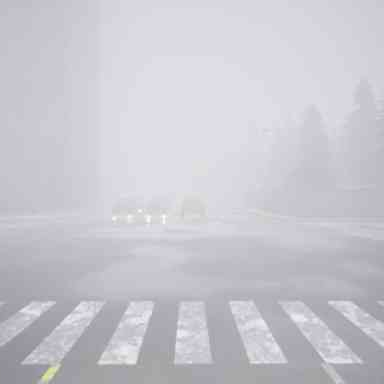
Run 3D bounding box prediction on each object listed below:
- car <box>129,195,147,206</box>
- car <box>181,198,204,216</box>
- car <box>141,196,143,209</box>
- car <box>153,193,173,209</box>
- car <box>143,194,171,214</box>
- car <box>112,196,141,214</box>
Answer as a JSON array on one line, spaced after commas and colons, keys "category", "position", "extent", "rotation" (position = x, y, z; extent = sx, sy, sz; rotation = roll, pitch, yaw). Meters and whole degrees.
[{"category": "car", "position": [-8.881, 1.379, 54.404], "extent": [2.097, 1.767, 4.553], "rotation": [0, 0, -21]}, {"category": "car", "position": [0.061, 1.368, 32.437], "extent": [2.097, 1.767, 4.553], "rotation": [0, 0, 0]}, {"category": "car", "position": [-7.346, 1.586, 44.439], "extent": [1.994, 1.385, 4.181], "rotation": [0, 0, -3]}, {"category": "car", "position": [-3.854, 1.244, 45.238], "extent": [2.150, 2.045, 5.566], "rotation": [0, 0, -3]}, {"category": "car", "position": [-3.650, 1.370, 35.675], "extent": [2.097, 1.767, 4.553], "rotation": [0, 0, -1]}, {"category": "car", "position": [-7.151, 1.370, 35.799], "extent": [2.097, 1.767, 4.553], "rotation": [0, 0, 0]}]
